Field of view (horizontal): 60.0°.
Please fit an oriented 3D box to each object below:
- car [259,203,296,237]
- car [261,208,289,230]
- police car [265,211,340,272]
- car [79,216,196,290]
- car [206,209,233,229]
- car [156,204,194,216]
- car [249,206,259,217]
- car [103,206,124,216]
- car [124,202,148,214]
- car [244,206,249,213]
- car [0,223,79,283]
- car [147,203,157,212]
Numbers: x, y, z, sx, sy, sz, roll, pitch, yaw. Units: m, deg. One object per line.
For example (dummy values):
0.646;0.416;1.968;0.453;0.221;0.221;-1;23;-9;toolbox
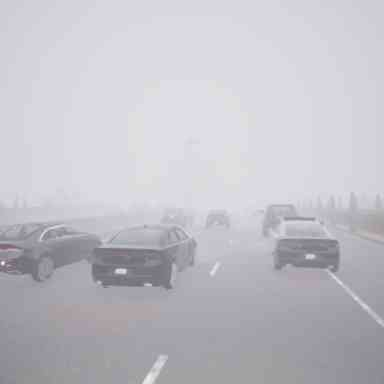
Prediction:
5.666;1.762;21.708;2.150;2.045;5.566;0;-2;11;car
6.774;2.180;27.564;1.882;1.535;5.008;0;-2;11;car
3.824;1.691;11.958;1.930;1.638;5.238;0;-2;11;police car
-1.109;1.678;9.812;1.882;1.535;5.008;0;-2;11;car
2.311;2.212;27.928;1.837;1.490;4.892;0;-2;11;car
-1.174;2.067;28.322;2.097;1.767;4.553;0;-2;11;car
9.385;2.773;47.105;1.812;1.442;4.674;0;-2;9;car
-11.624;2.784;50.054;1.882;1.535;5.008;0;-2;9;car
-7.953;2.549;50.700;2.150;2.045;5.566;0;-2;9;car
10.917;3.216;61.631;1.994;1.385;4.181;0;-2;0;car
-4.549;1.706;10.459;2.128;1.511;4.902;0;-2;11;car
-4.641;2.653;49.574;2.097;1.767;4.553;0;-2;9;car
